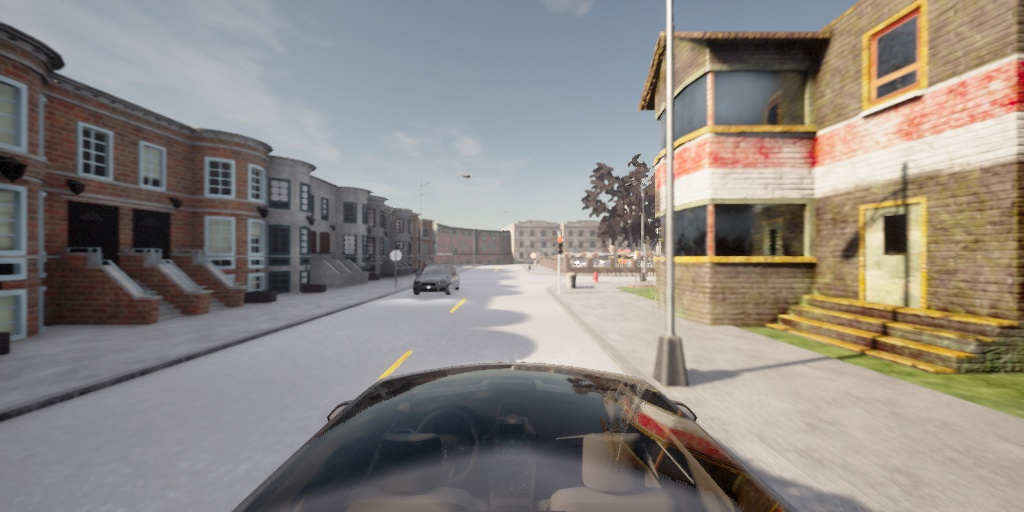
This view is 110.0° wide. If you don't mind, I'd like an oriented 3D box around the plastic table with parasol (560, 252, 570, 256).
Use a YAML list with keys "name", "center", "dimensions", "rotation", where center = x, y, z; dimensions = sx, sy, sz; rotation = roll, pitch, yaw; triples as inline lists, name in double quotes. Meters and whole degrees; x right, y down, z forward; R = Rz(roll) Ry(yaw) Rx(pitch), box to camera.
- name: "plastic table with parasol"
  center: [10.003, 0.581, 60.855]
  dimensions: [2.482, 2.480, 2.482]
  rotation: [0, 0, -38]

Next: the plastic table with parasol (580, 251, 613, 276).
- name: "plastic table with parasol"
  center: [10.057, 0.702, 42.275]
  dimensions: [2.482, 2.480, 2.482]
  rotation: [0, 0, -40]

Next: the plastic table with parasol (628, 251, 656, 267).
- name: "plastic table with parasol"
  center: [15.287, 0.670, 43.278]
  dimensions: [2.482, 2.480, 2.482]
  rotation: [0, 0, -40]

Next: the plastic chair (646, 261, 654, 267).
- name: "plastic chair"
  center: [16.189, 1.275, 42.305]
  dimensions: [0.750, 1.272, 0.730]
  rotation: [0, 0, -35]

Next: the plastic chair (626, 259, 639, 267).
- name: "plastic chair"
  center: [14.256, 1.287, 42.533]
  dimensions: [0.730, 1.272, 0.750]
  rotation: [0, 0, -40]

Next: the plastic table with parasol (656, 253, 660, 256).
- name: "plastic table with parasol"
  center: [18.251, 0.635, 47.266]
  dimensions: [2.482, 2.480, 2.482]
  rotation: [0, 0, -42]

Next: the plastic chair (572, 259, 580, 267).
- name: "plastic chair"
  center: [8.585, 1.264, 46.020]
  dimensions: [0.730, 1.272, 0.750]
  rotation: [0, 0, -40]

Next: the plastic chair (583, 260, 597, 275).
- name: "plastic chair"
  center: [9.027, 1.306, 41.531]
  dimensions: [0.730, 1.272, 0.750]
  rotation: [0, 0, -40]

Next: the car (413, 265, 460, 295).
- name: "car"
  center: [-4.003, 1.248, 19.621]
  dimensions: [1.837, 1.490, 4.892]
  rotation: [0, 0, 0]

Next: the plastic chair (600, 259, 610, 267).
- name: "plastic chair"
  center: [10.959, 1.306, 41.302]
  dimensions: [0.750, 1.272, 0.730]
  rotation: [0, 0, -35]

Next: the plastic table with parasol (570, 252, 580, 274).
- name: "plastic table with parasol"
  center: [9.615, 0.662, 46.765]
  dimensions: [2.482, 2.480, 2.482]
  rotation: [0, 0, -40]
